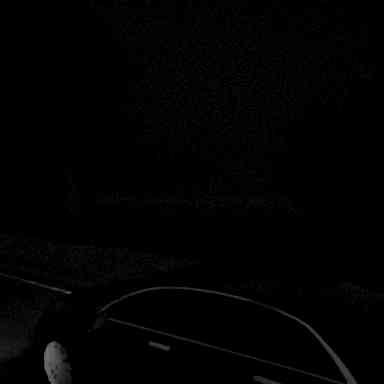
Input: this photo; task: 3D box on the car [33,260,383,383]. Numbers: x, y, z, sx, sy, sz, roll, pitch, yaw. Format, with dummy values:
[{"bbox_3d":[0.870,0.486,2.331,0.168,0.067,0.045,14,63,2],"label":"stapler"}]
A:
[{"bbox_3d":[0.259,1.517,3.499,4.892,1.490,1.837,0,0,36],"label":"car"}]
